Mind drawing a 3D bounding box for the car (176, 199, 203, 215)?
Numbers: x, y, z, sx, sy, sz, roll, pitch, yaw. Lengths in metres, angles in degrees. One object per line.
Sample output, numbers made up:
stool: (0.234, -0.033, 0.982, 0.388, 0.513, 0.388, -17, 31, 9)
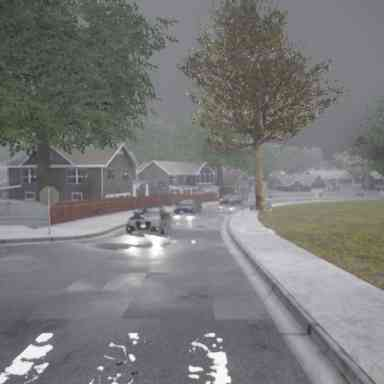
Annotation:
car: (-0.250, 1.417, 32.621, 2.033, 1.411, 5.357, 1, 1, 14)

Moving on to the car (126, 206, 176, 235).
car: (-2.285, 1.515, 18.570, 1.994, 1.385, 4.181, 0, 0, 4)

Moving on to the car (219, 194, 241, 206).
car: (5.644, 1.139, 49.025, 2.097, 1.767, 4.553, 1, 1, 26)
